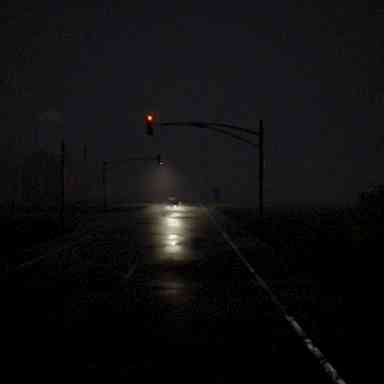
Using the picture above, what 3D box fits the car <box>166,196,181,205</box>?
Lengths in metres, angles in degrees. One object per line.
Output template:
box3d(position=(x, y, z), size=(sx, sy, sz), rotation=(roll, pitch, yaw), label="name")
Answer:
box3d(position=(-3.533, 1.667, 59.165), size=(1.994, 1.385, 4.181), rotation=(0, 0, 0), label="car")

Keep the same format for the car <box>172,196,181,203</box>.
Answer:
box3d(position=(-3.480, 1.640, 75.082), size=(1.812, 1.442, 4.674), rotation=(0, 0, 0), label="car")
